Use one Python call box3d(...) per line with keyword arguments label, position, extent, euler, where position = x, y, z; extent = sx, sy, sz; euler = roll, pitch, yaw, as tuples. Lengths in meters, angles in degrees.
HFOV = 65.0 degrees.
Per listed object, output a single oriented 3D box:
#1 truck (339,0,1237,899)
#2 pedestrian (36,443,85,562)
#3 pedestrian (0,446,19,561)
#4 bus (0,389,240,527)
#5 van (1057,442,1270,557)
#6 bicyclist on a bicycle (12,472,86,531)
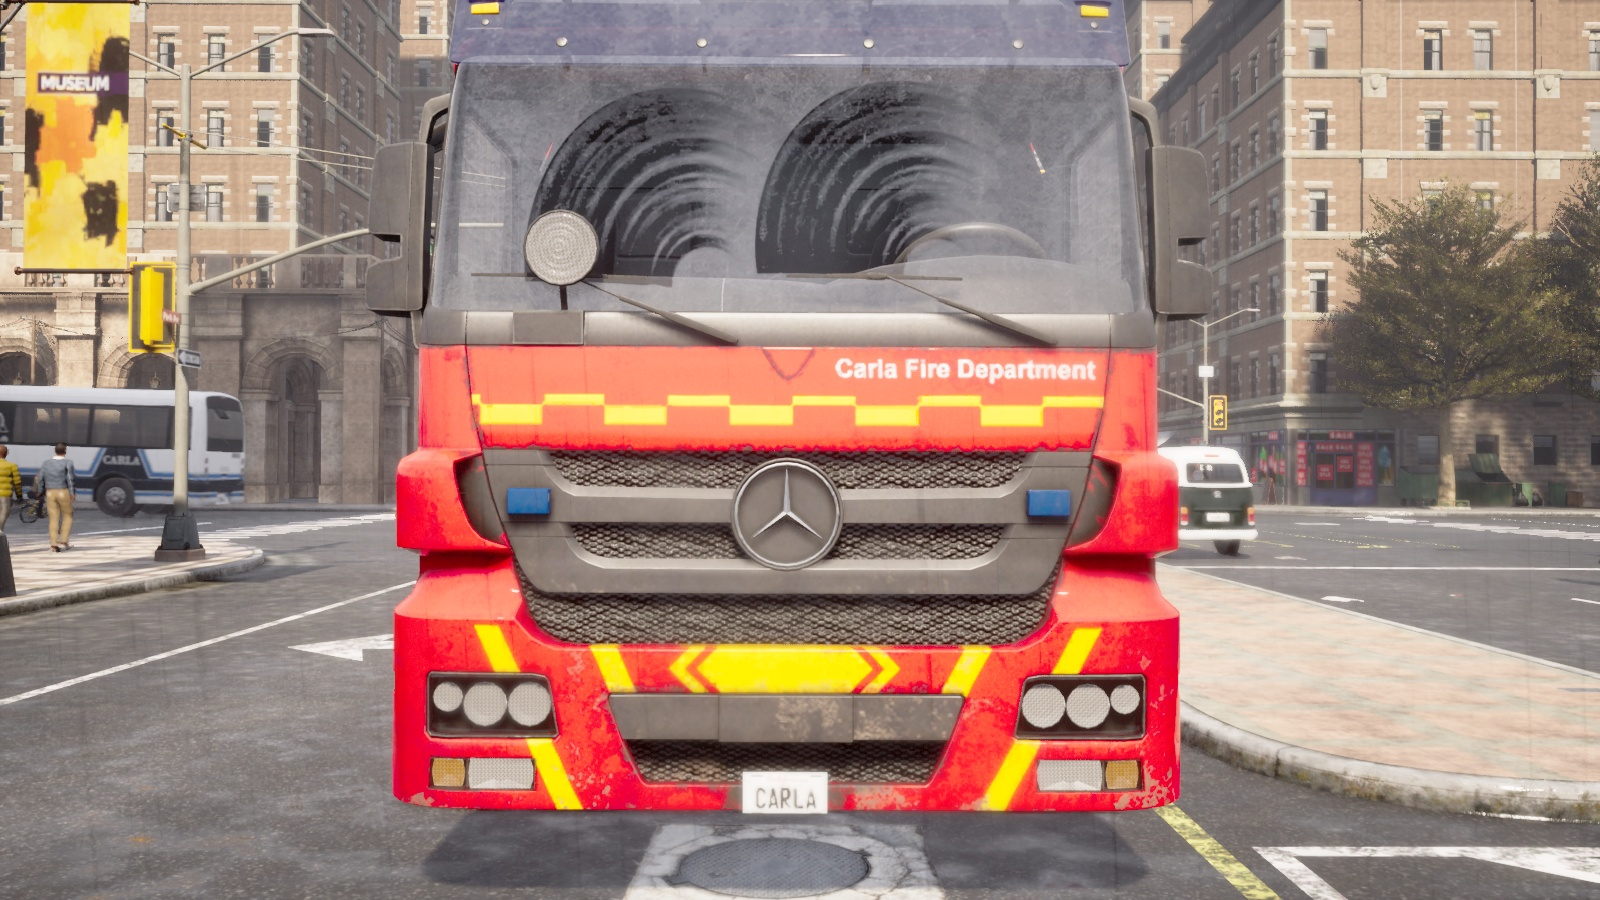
box3d(label="truck", position=(-0.054, -0.211, 8.305), extent=(2.891, 3.827, 8.468), euler=(0, -1, 0))
box3d(label="pedestrian", position=(-12.373, 0.873, 21.034), extent=(0.423, 1.949, 0.788), euler=(0, -1, -7))
box3d(label="pedestrian", position=(-12.999, 0.865, 20.423), extent=(0.370, 1.835, 0.726), euler=(0, -1, -20))
box3d(label="bus", position=(-24.657, 0.236, 41.688), extent=(10.273, 4.253, 3.944), euler=(1, -1, 0))
box3d(label="van", position=(7.004, 0.925, 24.772), extent=(2.069, 2.038, 4.480), euler=(0, -1, -14))
box3d(label="bicyclist on a bicycle", position=(-20.740, 1.416, 34.703), extent=(1.509, 1.612, 0.866), euler=(1, -1, 0))
